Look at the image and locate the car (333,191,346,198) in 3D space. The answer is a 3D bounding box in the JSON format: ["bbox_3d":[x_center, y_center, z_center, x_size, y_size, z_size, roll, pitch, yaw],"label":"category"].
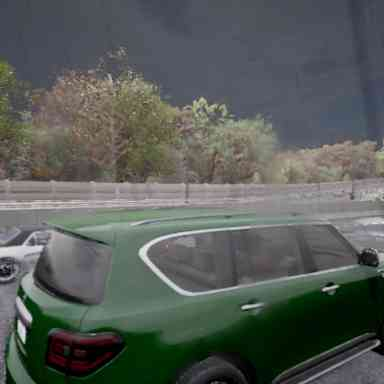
[{"bbox_3d":[37.254,0.639,84.902,1.882,1.535,5.008,0,1,32],"label":"car"}]

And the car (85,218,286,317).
[{"bbox_3d":[0.035,1.528,8.074,4.674,1.442,1.812,0,0,-35],"label":"car"}]

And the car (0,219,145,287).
[{"bbox_3d":[-3.919,1.602,9.553,4.718,1.301,1.895,0,0,-35],"label":"car"}]

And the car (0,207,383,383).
[{"bbox_3d":[0.782,1.223,4.307,5.566,2.045,2.150,0,0,-35],"label":"car"}]
